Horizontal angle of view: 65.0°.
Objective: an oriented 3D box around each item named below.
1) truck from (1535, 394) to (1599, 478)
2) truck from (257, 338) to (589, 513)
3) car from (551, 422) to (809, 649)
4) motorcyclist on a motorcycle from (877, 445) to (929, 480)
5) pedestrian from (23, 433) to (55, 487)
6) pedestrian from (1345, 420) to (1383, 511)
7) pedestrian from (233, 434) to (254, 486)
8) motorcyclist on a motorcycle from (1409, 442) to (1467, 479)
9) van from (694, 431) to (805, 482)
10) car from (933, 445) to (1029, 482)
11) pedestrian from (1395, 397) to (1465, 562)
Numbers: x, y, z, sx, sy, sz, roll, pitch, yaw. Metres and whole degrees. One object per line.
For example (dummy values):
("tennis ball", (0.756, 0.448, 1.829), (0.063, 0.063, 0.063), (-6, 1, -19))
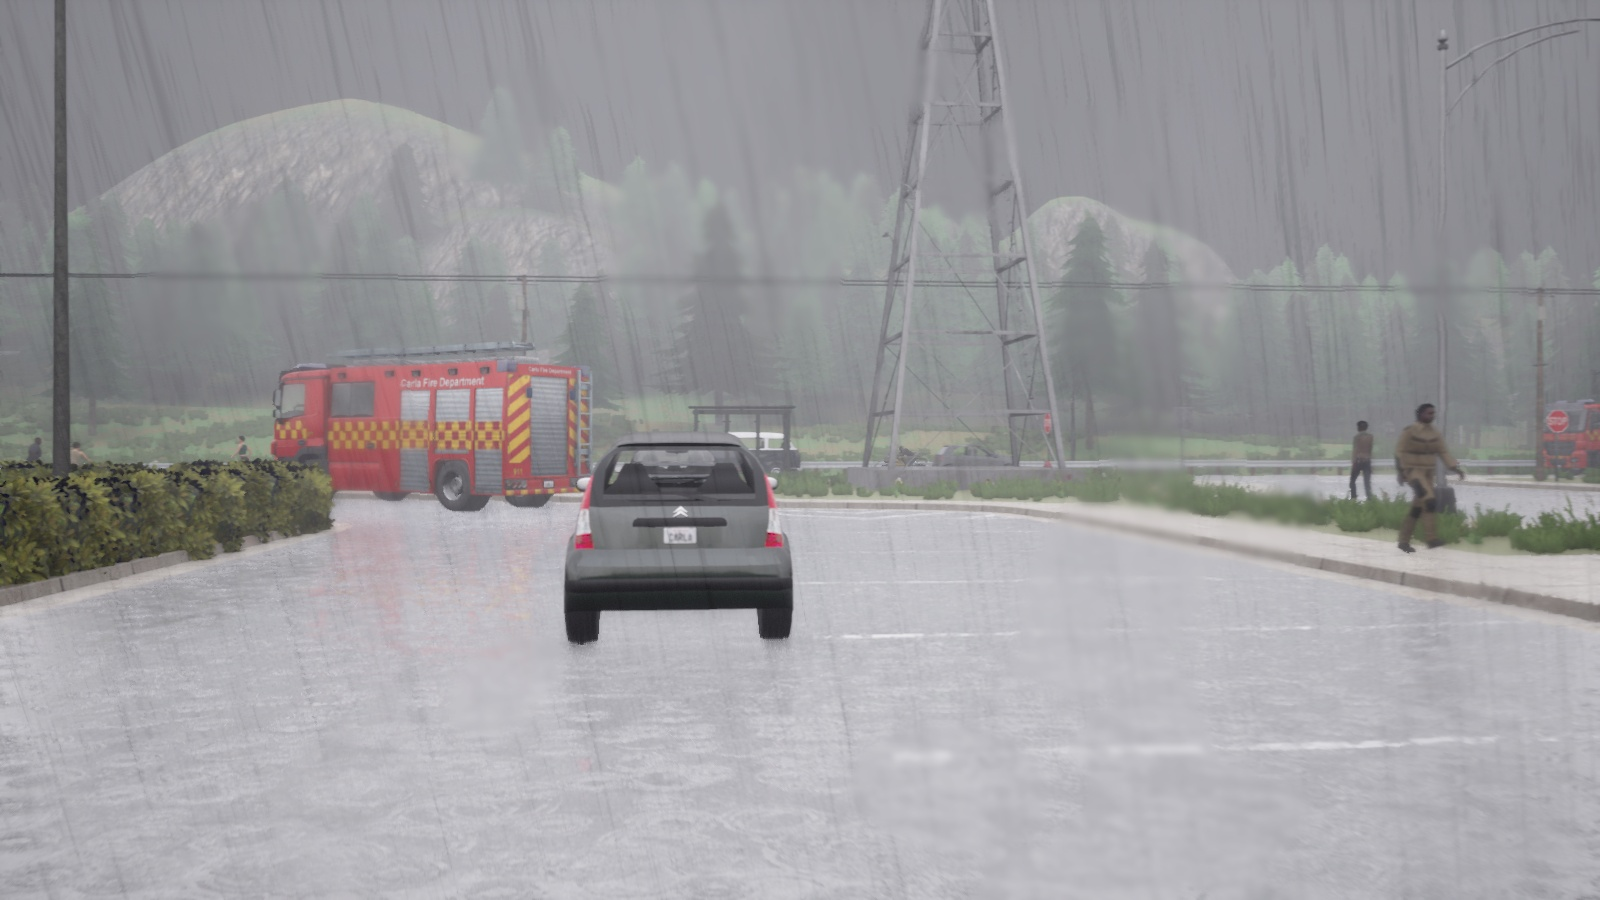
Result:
("truck", (39.402, -0.638, 58.848), (8.468, 3.827, 2.891), (0, 0, -5))
("truck", (-9.386, -0.544, 30.808), (8.468, 3.827, 2.891), (0, 0, 32))
("car", (-1.057, 0.601, 11.033), (1.851, 1.617, 3.988), (0, 0, -6))
("motorcyclist on a motorcycle", (4.557, 0.562, 55.681), (2.191, 1.530, 0.866), (0, 0, -6))
("pedestrian", (-26.752, 0.347, 44.151), (0.849, 1.883, 0.563), (0, 0, -17))
("pedestrian", (11.359, 0.305, 25.304), (0.328, 1.805, 0.869), (0, 0, -2))
("pedestrian", (-19.634, 0.349, 44.333), (0.594, 1.836, 0.345), (0, 0, 2))
("motorcyclist on a motorcycle", (29.429, 0.477, 57.937), (2.350, 1.649, 0.766), (0, 0, -5))
("van", (-2.109, 0.264, 51.528), (4.480, 2.038, 2.069), (0, 0, -5))
("car", (7.528, 0.555, 52.413), (3.633, 1.501, 1.845), (0, 0, -5))
("pedestrian", (7.533, 0.345, 15.032), (0.396, 1.930, 0.692), (0, 0, -13))
